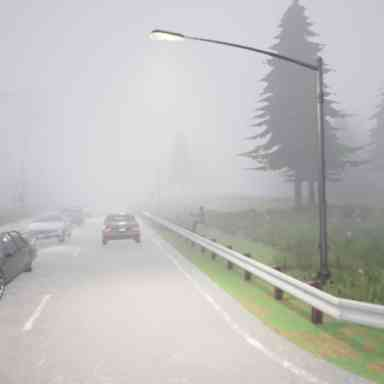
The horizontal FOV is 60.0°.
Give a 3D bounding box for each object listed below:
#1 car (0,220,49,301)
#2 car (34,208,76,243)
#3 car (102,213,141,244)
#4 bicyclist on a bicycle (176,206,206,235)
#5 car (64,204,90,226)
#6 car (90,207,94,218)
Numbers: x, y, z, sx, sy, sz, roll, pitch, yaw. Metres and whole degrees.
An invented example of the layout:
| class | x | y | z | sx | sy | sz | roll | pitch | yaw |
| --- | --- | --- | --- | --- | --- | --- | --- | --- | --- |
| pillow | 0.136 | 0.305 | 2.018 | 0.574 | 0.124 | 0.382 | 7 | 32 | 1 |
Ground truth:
| class | x | y | z | sx | sy | sz | roll | pitch | yaw |
| --- | --- | --- | --- | --- | --- | --- | --- | --- | --- |
| car | -5.492 | 1.754 | 8.790 | 2.033 | 1.411 | 5.357 | -1 | -1 | -13 |
| car | -7.686 | 1.865 | 18.106 | 1.812 | 1.442 | 4.674 | -1 | -1 | -13 |
| car | -3.762 | 1.800 | 17.570 | 2.033 | 1.411 | 5.357 | -1 | -1 | -13 |
| bicyclist on a bicycle | 0.165 | 1.460 | 16.913 | 1.656 | 1.620 | 0.582 | 40 | -11 | -8 |
| car | -9.830 | 1.959 | 27.214 | 2.128 | 1.511 | 4.902 | -1 | -1 | -13 |
| car | -12.155 | 2.135 | 37.227 | 1.812 | 1.442 | 4.674 | -1 | -1 | -13 |
